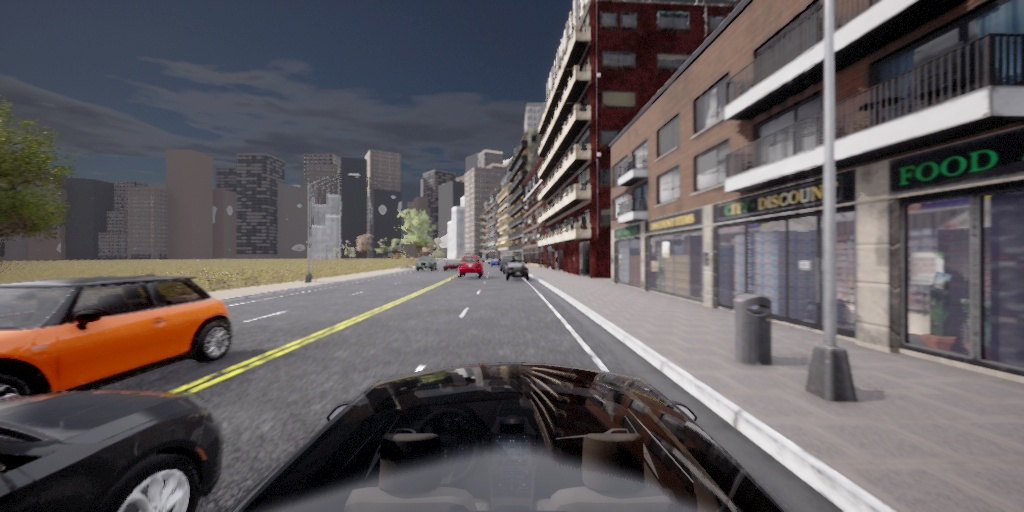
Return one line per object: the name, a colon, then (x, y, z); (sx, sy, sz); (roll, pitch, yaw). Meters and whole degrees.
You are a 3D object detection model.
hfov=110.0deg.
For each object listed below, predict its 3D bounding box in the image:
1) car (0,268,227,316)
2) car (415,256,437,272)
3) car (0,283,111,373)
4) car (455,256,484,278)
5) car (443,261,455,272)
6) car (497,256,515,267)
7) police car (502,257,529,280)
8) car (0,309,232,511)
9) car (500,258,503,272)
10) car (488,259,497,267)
car: (-6.619, 1.112, 5.200); (2.097, 1.767, 4.553); (0, 0, 0)
car: (-11.361, 0.999, 47.962); (2.150, 2.045, 5.566); (0, 0, -3)
car: (-9.860, 1.312, 5.228); (2.033, 1.411, 5.357); (0, 0, 0)
car: (-3.929, 0.986, 35.094); (2.150, 2.045, 5.566); (0, 0, -3)
car: (-8.107, 1.378, 48.028); (1.895, 1.301, 4.718); (0, 0, -3)
car: (-0.482, 0.991, 46.989); (2.150, 2.045, 5.566); (0, 0, -4)
police car: (0.387, 1.183, 30.952); (1.930, 1.638, 5.238); (0, 0, -2)
car: (-3.161, 1.261, 0.777); (1.837, 1.490, 4.892); (0, 0, 0)
car: (-0.109, 1.268, 40.916); (1.837, 1.490, 4.892); (0, 0, -3)
car: (-2.918, 1.256, 65.342); (1.882, 1.535, 5.008); (0, 0, -6)
